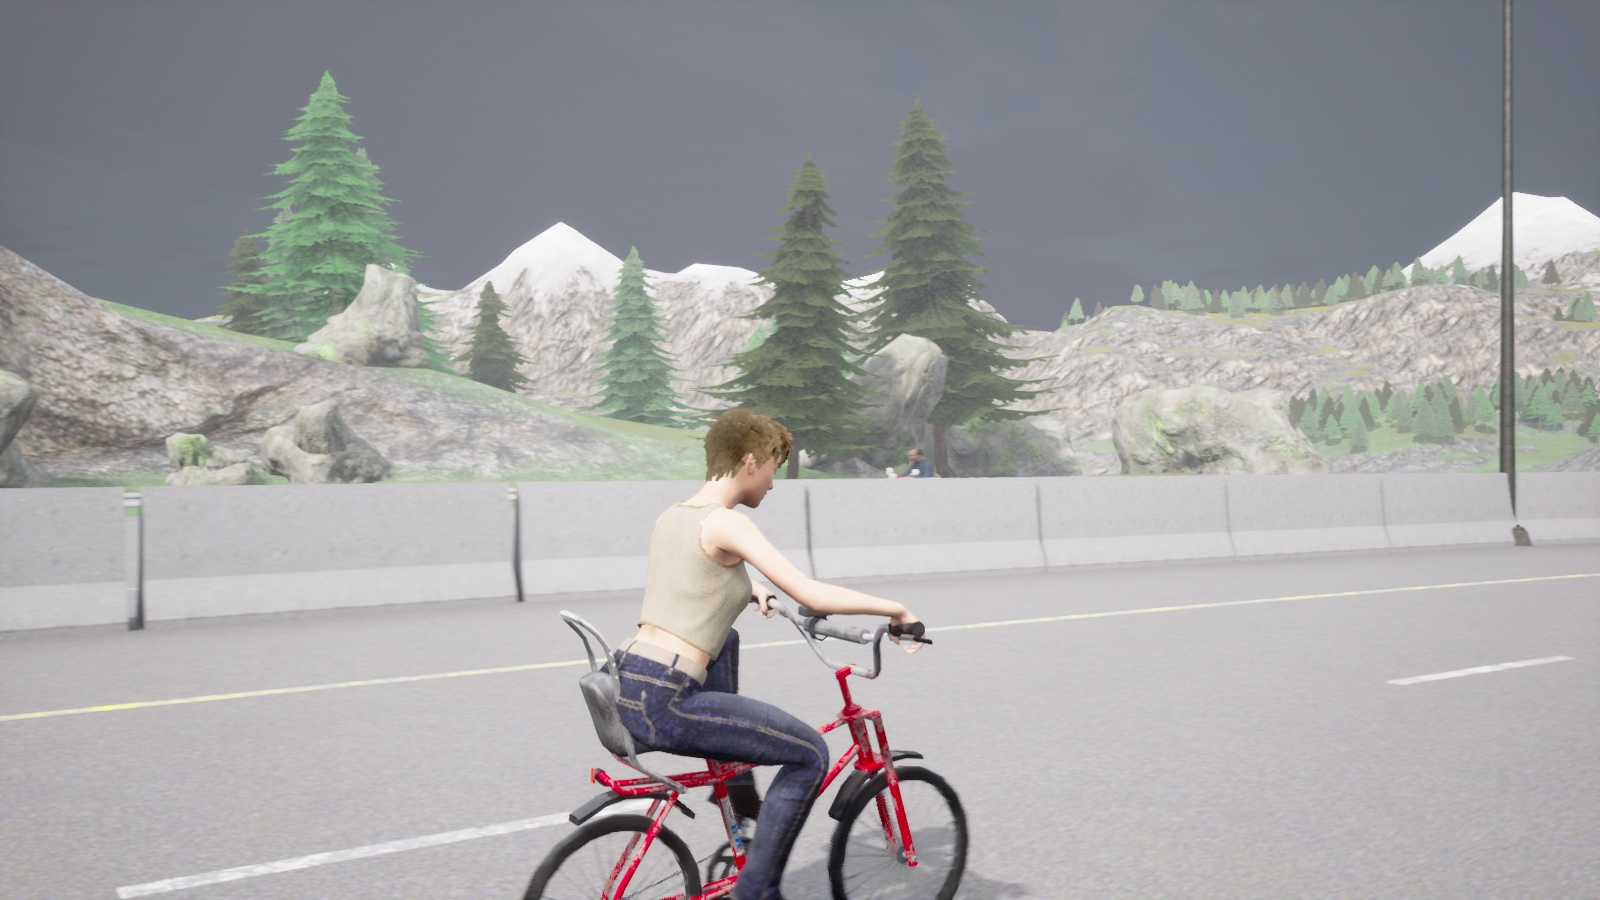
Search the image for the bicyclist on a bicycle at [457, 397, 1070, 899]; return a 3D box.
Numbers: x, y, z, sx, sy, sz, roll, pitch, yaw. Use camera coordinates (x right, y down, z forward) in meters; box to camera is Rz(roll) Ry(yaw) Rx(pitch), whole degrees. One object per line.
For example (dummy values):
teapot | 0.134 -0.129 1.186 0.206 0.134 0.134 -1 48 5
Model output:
bicyclist on a bicycle | -0.090 0.689 3.563 1.509 1.612 0.866 0 0 -33
